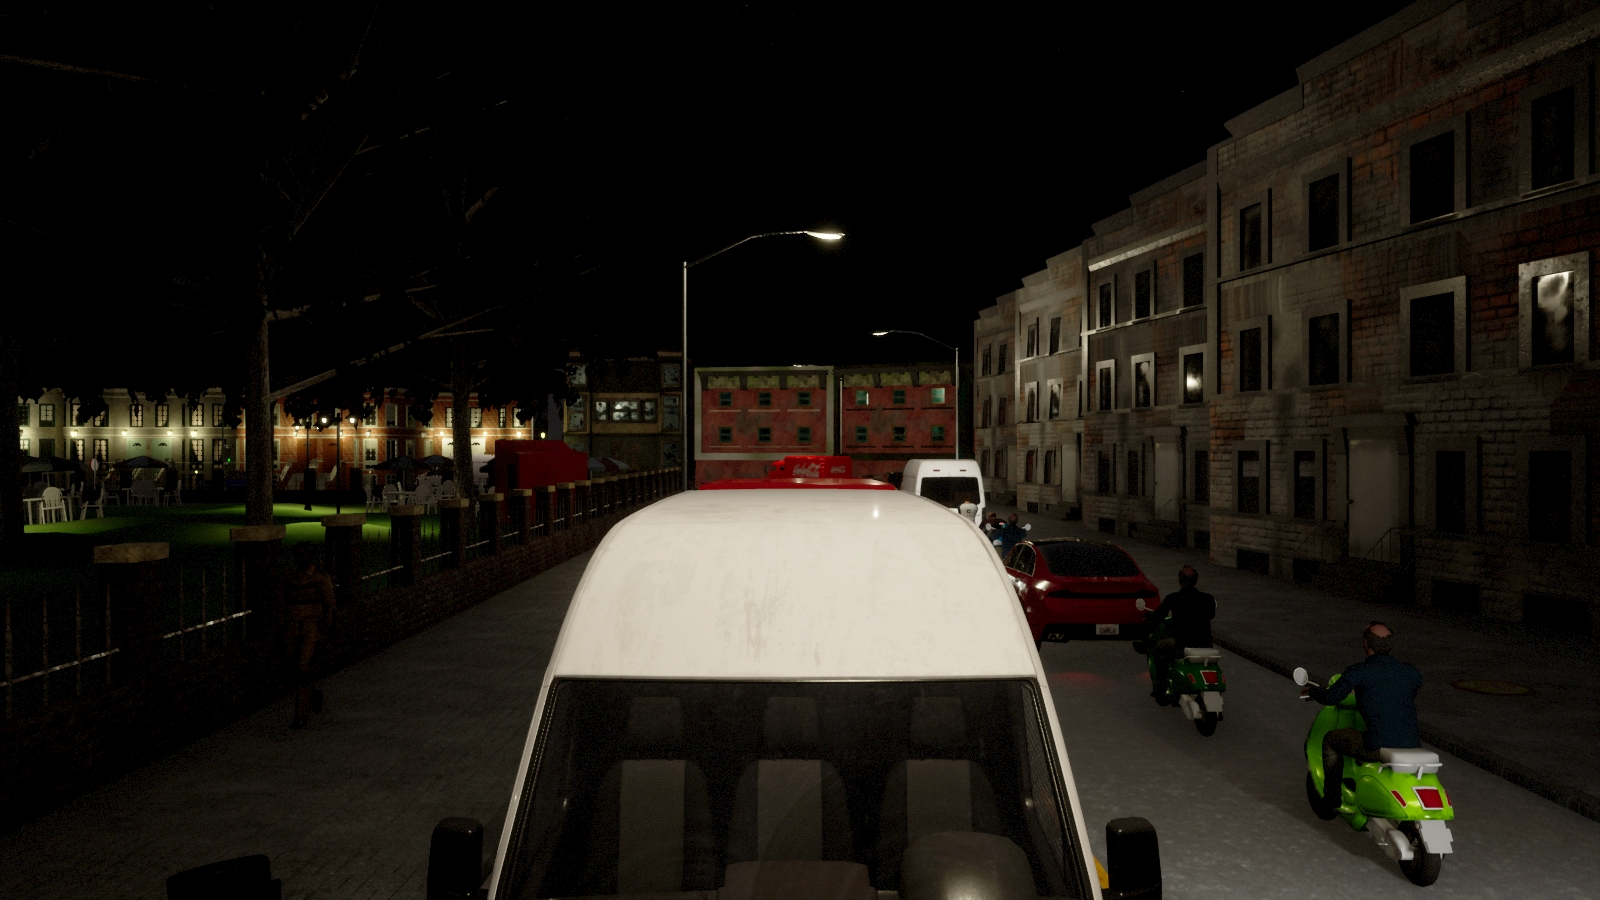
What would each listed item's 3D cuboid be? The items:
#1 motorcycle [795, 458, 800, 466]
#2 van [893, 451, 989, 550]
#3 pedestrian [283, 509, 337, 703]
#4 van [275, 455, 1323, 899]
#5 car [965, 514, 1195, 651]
[{"bbox_3d":[-0.384,1.962,183.190,0.856,1.236,1.805,0,0,0],"label":"motorcycle"},{"bbox_3d":[3.906,1.314,32.641,1.988,2.561,5.915,0,0,0],"label":"van"},{"bbox_3d":[-4.836,1.525,11.285,0.375,1.860,0.375,0,0,0],"label":"pedestrian"},{"bbox_3d":[-0.006,1.314,5.127,1.988,2.561,5.915,0,0,0],"label":"van"},{"bbox_3d":[3.953,1.841,17.118,2.231,1.480,4.892,0,0,0],"label":"car"}]
